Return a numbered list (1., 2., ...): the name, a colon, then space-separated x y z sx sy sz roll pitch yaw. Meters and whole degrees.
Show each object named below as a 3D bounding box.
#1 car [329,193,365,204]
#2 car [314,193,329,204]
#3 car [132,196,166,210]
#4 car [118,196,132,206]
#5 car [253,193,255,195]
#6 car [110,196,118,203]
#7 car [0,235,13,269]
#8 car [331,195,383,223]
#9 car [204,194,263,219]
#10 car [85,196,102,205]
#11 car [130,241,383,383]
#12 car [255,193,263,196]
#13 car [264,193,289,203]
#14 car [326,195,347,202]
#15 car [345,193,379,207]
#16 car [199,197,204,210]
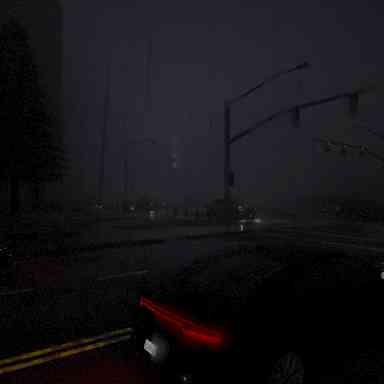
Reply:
1. car: 21.815 1.153 45.773 1.932 1.855 4.605 0 0 -35
2. car: 29.998 1.153 73.077 1.932 1.855 4.605 0 0 -35
3. car: -5.100 1.351 41.018 2.097 1.767 4.553 0 0 -36
4. car: -9.650 1.477 53.416 1.882 1.535 5.008 0 0 -35
5. car: 12.227 1.395 78.856 1.970 1.475 3.806 0 0 -35
6. car: -14.790 1.503 66.880 1.837 1.490 4.892 0 0 -35
7. car: -6.804 1.526 7.680 4.674 1.442 1.812 0 0 -35
8. car: 12.876 1.351 23.997 4.553 1.767 2.097 0 0 39
9. car: 3.522 1.352 28.986 2.097 1.767 4.553 0 0 -36
10. car: -17.298 1.494 58.191 2.128 1.511 4.902 0 0 -36
11. car: 1.587 1.478 4.927 5.008 1.535 1.882 0 0 -35
12. car: 14.586 1.364 80.534 1.784 1.438 3.905 0 0 -35
13. car: 16.283 1.395 63.207 1.970 1.475 3.806 0 0 -35
14. car: 32.395 1.364 74.704 1.784 1.438 3.905 0 0 -35
15. car: 24.205 1.156 47.406 1.905 1.878 3.866 0 0 -35
16. car: 3.030 1.564 35.677 1.994 1.385 4.181 0 0 -36
